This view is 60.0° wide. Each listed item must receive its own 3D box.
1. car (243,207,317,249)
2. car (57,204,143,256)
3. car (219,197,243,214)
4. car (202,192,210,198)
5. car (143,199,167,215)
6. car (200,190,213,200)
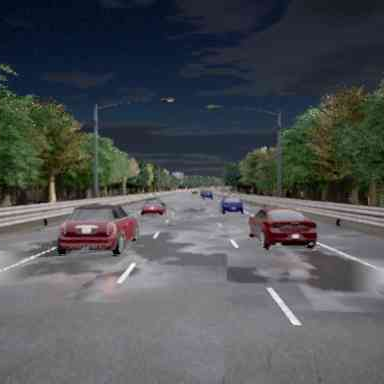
[{"bbox_3d":[3.601,1.362,14.014,1.882,1.535,5.008,0,0,0],"label":"car"},{"bbox_3d":[-3.399,1.246,12.841,2.097,1.767,4.553,0,0,0],"label":"car"},{"bbox_3d":[3.601,1.222,31.138,1.882,1.535,5.008,0,0,0],"label":"car"},{"bbox_3d":[3.503,0.784,84.770,1.882,1.535,5.008,0,0,0],"label":"car"},{"bbox_3d":[-3.398,1.315,30.267,1.994,1.385,4.181,0,0,0],"label":"car"},{"bbox_3d":[3.503,0.617,73.793,2.150,2.045,5.566,0,0,0],"label":"car"}]
